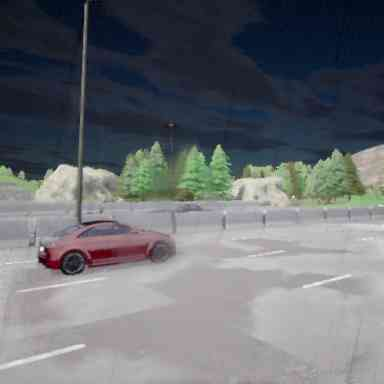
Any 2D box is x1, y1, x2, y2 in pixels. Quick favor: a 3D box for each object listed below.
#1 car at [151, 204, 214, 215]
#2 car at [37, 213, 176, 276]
[{"bbox_3d":[-0.712,1.612,24.835,5.357,1.411,2.033,1,0,-36],"label":"car"},{"bbox_3d":[-2.583,1.574,10.500,4.181,1.385,1.994,0,0,-35],"label":"car"}]
